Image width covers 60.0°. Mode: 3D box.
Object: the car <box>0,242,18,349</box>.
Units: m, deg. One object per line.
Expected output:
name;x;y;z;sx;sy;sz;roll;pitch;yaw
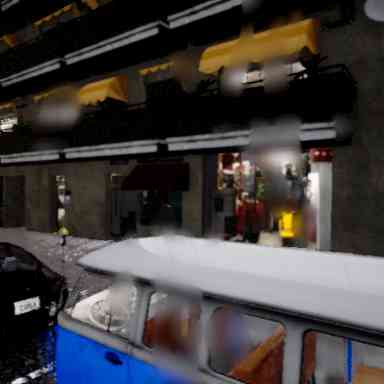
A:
car;-3.870;1.529;5.626;4.313;1.339;1.947;0;1;36

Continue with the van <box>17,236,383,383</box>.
van;0.627;1.337;2.416;3.998;1.788;1.690;0;1;36
